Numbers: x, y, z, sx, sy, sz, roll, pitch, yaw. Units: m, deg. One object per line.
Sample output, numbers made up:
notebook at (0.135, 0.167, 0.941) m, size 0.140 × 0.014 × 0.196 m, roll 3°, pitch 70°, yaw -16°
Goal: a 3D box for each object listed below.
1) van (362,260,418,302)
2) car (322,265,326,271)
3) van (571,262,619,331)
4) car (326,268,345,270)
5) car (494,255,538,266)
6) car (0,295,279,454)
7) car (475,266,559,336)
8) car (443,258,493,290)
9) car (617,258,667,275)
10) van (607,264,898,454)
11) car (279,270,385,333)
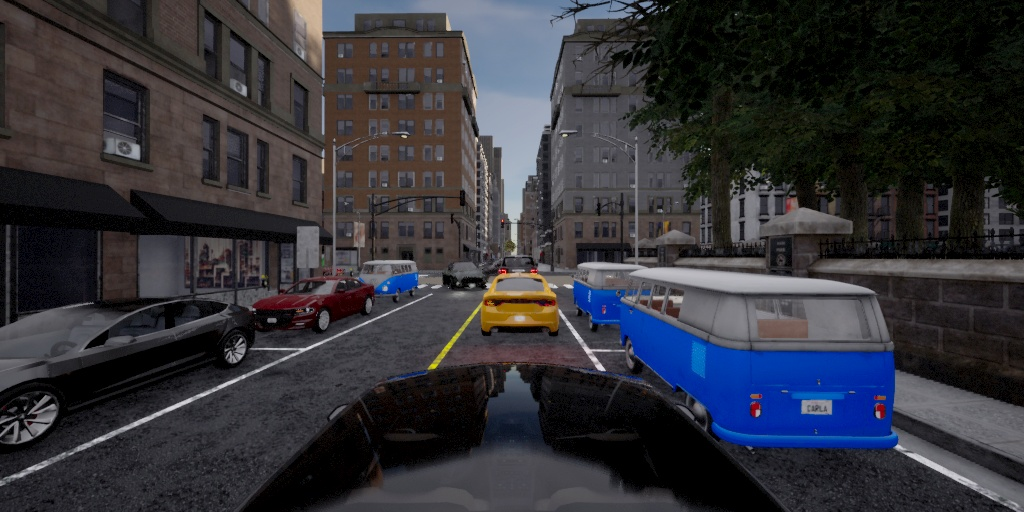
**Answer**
van at (-5.584, 1.087, 16.477) m, size 1.690 × 1.789 × 3.998 m, roll 0°, pitch 0°, yaw 1°
car at (-17.833, 1.258, 28.620) m, size 4.674 × 1.442 × 1.812 m, roll 0°, pitch 0°, yaw 0°
van at (2.827, 1.089, 10.658) m, size 1.690 × 1.789 × 3.998 m, roll 0°, pitch 0°, yaw 1°
car at (-17.394, 1.345, 31.868) m, size 4.718 × 1.301 × 1.895 m, roll 0°, pitch 0°, yaw 0°
car at (0.328, 0.965, 20.361) m, size 2.150 × 2.045 × 5.566 m, roll 0°, pitch 0°, yaw 0°
car at (-5.809, 1.315, 5.159) m, size 1.948 × 1.339 × 4.313 m, roll 0°, pitch 0°, yaw 1°
car at (0.224, 1.226, 10.405) m, size 1.882 × 1.535 × 5.008 m, roll 0°, pitch 0°, yaw 1°
car at (-2.987, 1.092, 22.400) m, size 2.097 × 1.767 × 4.553 m, roll -1°, pitch 0°, yaw -20°
car at (13.851, 1.093, 38.367) m, size 4.553 × 1.767 × 2.097 m, roll 0°, pitch 0°, yaw 0°
van at (2.714, 1.090, 5.001) m, size 1.690 × 1.789 × 3.998 m, roll 0°, pitch 0°, yaw 1°
car at (-5.697, 1.294, 10.818) m, size 1.888 × 1.381 × 4.507 m, roll 0°, pitch 0°, yaw 1°
